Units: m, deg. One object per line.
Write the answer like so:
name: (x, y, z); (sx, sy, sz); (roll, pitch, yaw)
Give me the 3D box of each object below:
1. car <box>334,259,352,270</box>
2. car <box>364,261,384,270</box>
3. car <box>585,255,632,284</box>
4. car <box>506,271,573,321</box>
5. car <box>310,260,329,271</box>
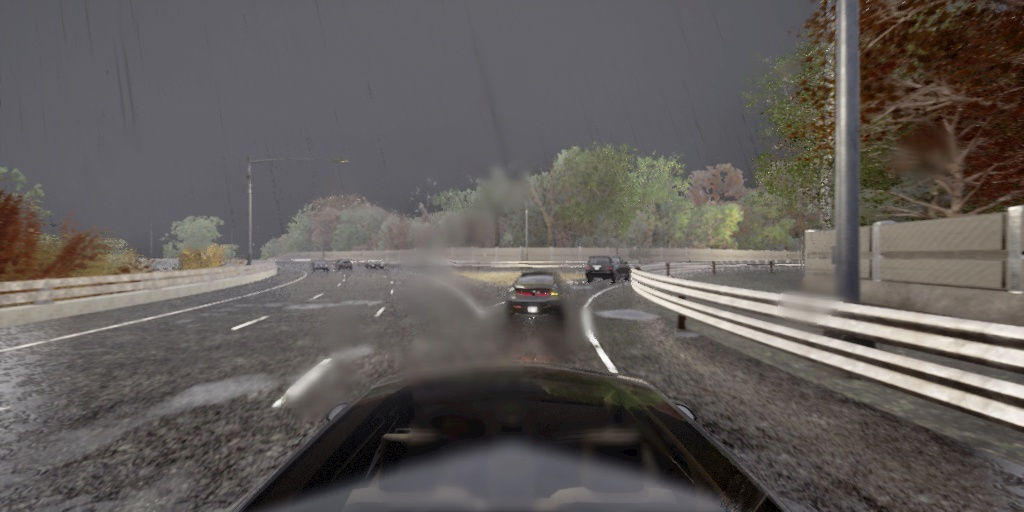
car: (-24.589, 1.238, 52.131); (1.837, 1.490, 4.892); (0, -2, -35)
car: (-19.930, 1.340, 51.632); (1.895, 1.301, 4.718); (0, 0, -34)
car: (7.467, 0.965, 27.426); (2.150, 2.045, 5.566); (0, 0, 34)
car: (1.047, 1.254, 12.585); (1.837, 1.490, 4.892); (-1, 0, 11)
car: (-25.673, 1.287, 47.689); (2.033, 1.411, 5.357); (0, 0, -34)
